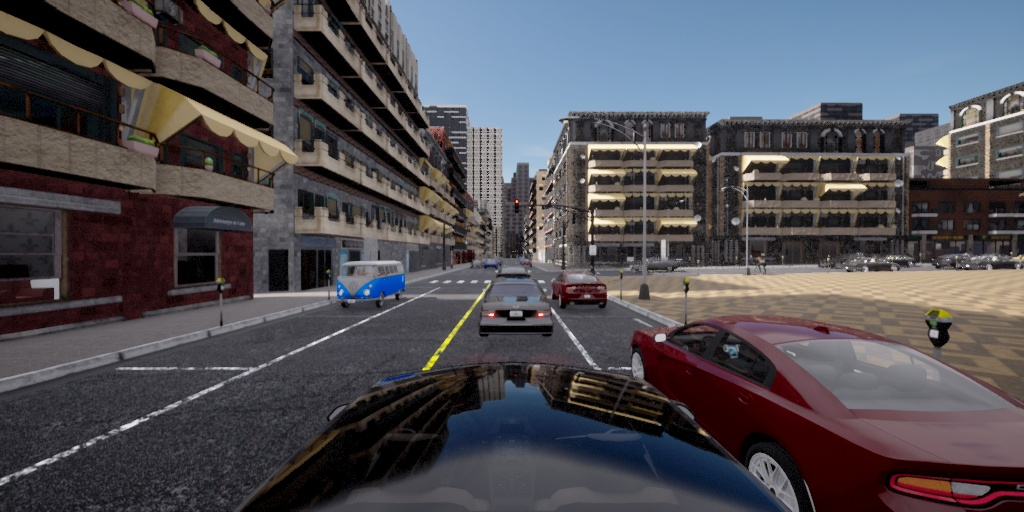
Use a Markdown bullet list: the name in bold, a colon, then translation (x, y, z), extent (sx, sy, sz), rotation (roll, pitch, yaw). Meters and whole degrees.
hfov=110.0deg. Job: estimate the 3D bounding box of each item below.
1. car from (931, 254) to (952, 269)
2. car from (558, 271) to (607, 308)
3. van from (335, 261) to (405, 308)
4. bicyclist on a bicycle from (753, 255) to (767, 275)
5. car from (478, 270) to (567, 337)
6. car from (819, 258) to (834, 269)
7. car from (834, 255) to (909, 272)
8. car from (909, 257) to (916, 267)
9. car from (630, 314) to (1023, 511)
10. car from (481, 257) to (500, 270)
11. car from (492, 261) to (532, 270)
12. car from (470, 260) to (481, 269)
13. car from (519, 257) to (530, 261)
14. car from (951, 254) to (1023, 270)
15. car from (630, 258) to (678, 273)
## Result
- **car**: translation (44.309, 0.532, 35.231), extent (4.902, 1.511, 2.128), rotation (-1, 0, 0)
- **car**: translation (2.661, 1.293, 14.888), extent (1.888, 1.381, 4.507), rotation (0, 0, 0)
- **van**: translation (-5.720, 1.088, 14.871), extent (1.690, 1.789, 3.998), rotation (0, 0, 0)
- **bicyclist on a bicycle**: translation (20.186, 0.766, 29.247), extent (0.582, 1.620, 1.656), rotation (-1, 0, -1)
- **car**: translation (0.083, 1.296, 10.261), extent (2.033, 1.411, 5.357), rotation (0, 0, 0)
- **car**: translation (35.616, 0.627, 38.227), extent (5.008, 1.535, 1.882), rotation (-1, 0, -1)
- **car**: translation (32.412, 0.799, 32.400), extent (4.403, 1.370, 2.007), rotation (0, 0, -1)
- **car**: translation (43.412, 0.556, 40.961), extent (4.403, 1.370, 2.007), rotation (0, 0, -1)
- **car**: translation (2.685, 1.294, 3.836), extent (1.888, 1.381, 4.507), rotation (0, 0, 0)
- **car**: translation (-3.199, 1.235, 54.729), extent (1.882, 1.535, 5.008), rotation (0, 0, 0)
- **car**: translation (0.061, 1.225, 20.090), extent (1.882, 1.535, 5.008), rotation (0, 0, 0)
- **car**: translation (-5.813, 1.310, 58.346), extent (2.007, 1.370, 4.403), rotation (0, 0, 0)
- **car**: translation (2.555, 1.204, 63.887), extent (1.967, 1.591, 4.097), rotation (0, 0, 0)
- **car**: translation (43.548, 0.625, 32.581), extent (4.403, 1.370, 2.007), rotation (0, 0, -1)
- **car**: translation (14.974, 0.965, 37.904), extent (4.902, 1.511, 2.128), rotation (-1, 0, -1)
